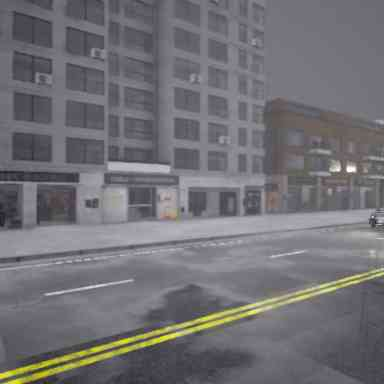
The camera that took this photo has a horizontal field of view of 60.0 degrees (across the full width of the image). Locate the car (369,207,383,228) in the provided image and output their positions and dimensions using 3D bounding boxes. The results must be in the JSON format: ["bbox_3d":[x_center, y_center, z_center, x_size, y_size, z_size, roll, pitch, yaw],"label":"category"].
[{"bbox_3d":[13.101,1.491,21.001,4.902,1.511,2.128,0,0,-35],"label":"car"}]
